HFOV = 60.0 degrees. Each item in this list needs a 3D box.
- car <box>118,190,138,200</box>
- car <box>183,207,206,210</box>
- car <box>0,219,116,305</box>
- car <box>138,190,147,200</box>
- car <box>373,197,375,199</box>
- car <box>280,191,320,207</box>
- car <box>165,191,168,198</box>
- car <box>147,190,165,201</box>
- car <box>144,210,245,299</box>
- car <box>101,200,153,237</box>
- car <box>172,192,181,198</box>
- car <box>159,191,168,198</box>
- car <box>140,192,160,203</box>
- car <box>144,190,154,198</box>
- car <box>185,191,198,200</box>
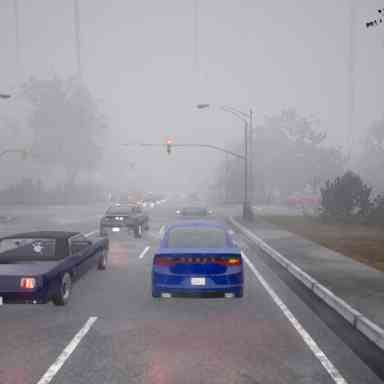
[{"bbox_3d":[-10.534,0.930,53.800,2.097,1.767,4.553,0,0,1],"label":"car"},{"bbox_3d":[0.127,1.459,17.470,1.994,1.385,4.181,0,0,0],"label":"car"},{"bbox_3d":[-3.387,1.573,7.942,1.895,1.301,4.718,0,0,0],"label":"car"},{"bbox_3d":[-10.461,0.709,63.383,2.150,2.045,5.566,0,1,0],"label":"car"},{"bbox_3d":[24.467,1.232,43.331,4.181,1.385,1.994,0,1,-3],"label":"car"},{"bbox_3d":[14.184,0.895,42.802,5.566,2.045,2.150,0,1,-6],"label":"car"},{"bbox_3d":[-6.982,0.957,74.243,1.895,1.301,4.718,0,1,-1],"label":"car"},{"bbox_3d":[-6.963,0.956,64.218,1.882,1.535,5.008,0,1,0],"label":"car"},{"bbox_3d":[0.114,1.446,8.488,1.882,1.535,5.008,0,0,0],"label":"car"},{"bbox_3d":[-3.373,1.402,17.194,1.837,1.490,4.892,0,0,0],"label":"car"},{"bbox_3d":[-3.854,0.741,85.559,2.033,1.411,5.357,0,1,-4],"label":"car"},{"bbox_3d":[-7.299,0.571,84.477,2.097,1.767,4.553,0,1,-3],"label":"car"},{"bbox_3d":[-7.005,1.127,55.409,1.994,1.385,4.181,0,1,0],"label":"car"},{"bbox_3d":[-10.789,0.445,84.178,2.150,2.045,5.566,0,1,-3],"label":"car"},{"bbox_3d":[0.094,0.744,71.845,2.097,1.767,4.553,0,1,-1],"label":"car"}]
